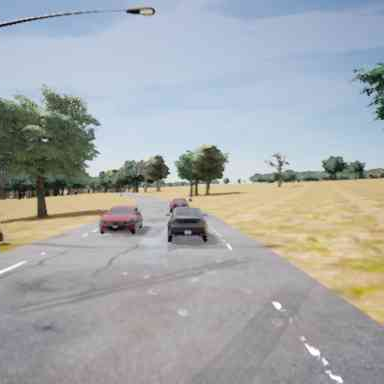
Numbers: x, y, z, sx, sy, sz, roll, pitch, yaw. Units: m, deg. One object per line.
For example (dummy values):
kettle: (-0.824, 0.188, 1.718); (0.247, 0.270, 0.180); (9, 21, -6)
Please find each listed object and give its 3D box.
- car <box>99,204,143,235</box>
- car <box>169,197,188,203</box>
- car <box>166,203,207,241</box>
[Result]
car: (-3.955, 1.487, 19.176); (1.882, 1.535, 5.008); (0, 0, -2)
car: (-1.471, 1.417, 37.528); (2.097, 1.767, 4.553); (0, 0, -4)
car: (-0.263, 1.507, 16.854); (1.837, 1.490, 4.892); (0, 0, -2)
